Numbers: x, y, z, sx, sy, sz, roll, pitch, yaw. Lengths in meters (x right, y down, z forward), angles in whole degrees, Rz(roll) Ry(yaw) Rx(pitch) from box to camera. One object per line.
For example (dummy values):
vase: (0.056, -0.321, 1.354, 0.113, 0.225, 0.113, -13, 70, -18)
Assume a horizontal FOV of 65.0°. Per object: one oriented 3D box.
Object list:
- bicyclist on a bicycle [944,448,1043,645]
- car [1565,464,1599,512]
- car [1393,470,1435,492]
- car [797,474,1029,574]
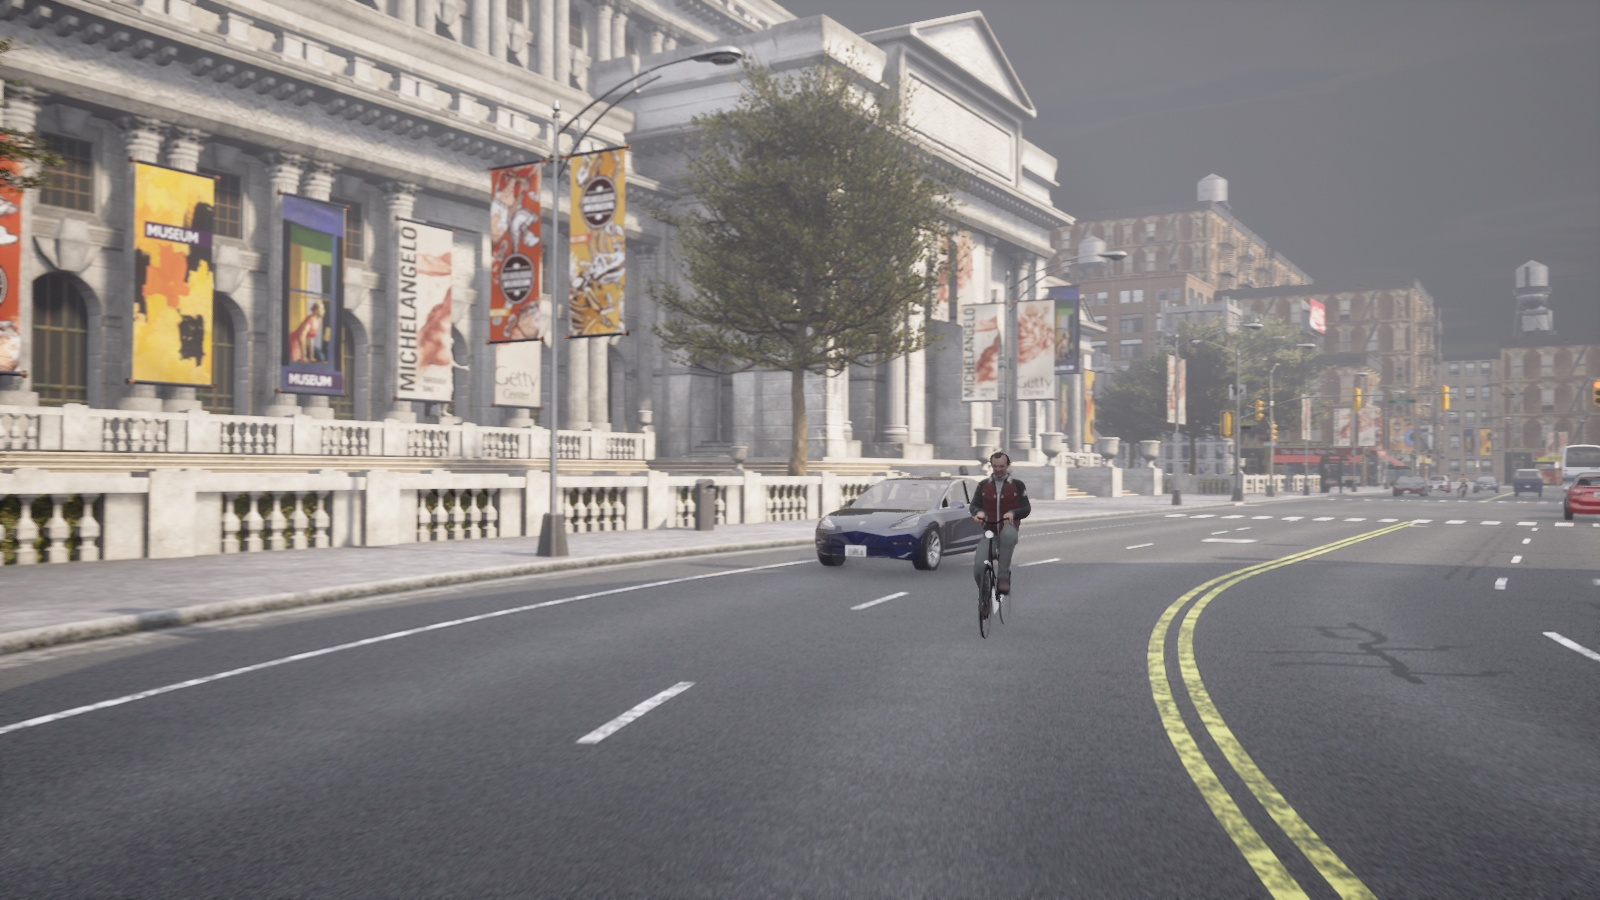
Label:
bicyclist on a bicycle: (1.921, 0.886, 12.282, 0.659, 1.776, 1.843, 0, -1, 18)
car: (28.627, 1.328, 44.798, 2.242, 1.667, 4.611, -1, -1, 32)
car: (43.069, 2.169, 88.097, 2.163, 1.488, 4.792, -1, -1, 32)
car: (2.076, 1.170, 21.553, 2.163, 1.488, 4.792, -1, -1, 30)
